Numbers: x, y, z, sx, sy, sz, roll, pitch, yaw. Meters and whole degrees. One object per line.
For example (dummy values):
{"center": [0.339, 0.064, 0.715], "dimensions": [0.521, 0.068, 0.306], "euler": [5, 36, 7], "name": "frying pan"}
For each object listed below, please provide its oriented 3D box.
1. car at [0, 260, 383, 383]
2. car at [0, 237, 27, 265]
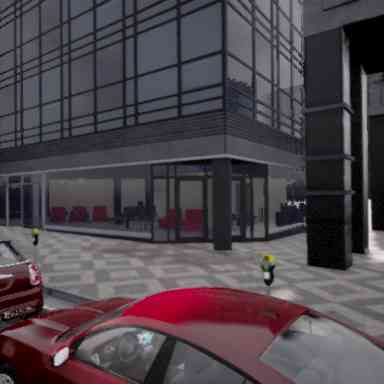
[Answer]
{"center": [-0.033, 1.548, 2.880], "dimensions": [4.507, 1.381, 1.887], "euler": [0, -1, 36], "name": "car"}
{"center": [-4.611, 1.456, 6.147], "dimensions": [4.097, 1.590, 1.967], "euler": [0, -1, 36], "name": "car"}
